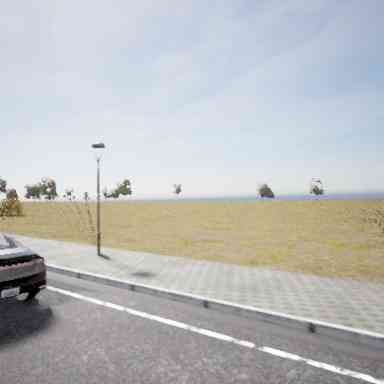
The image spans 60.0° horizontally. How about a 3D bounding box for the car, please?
[{"bbox_3d":[-5.136,1.572,7.269,4.902,1.511,2.128,-1,0,36],"label":"car"}]
